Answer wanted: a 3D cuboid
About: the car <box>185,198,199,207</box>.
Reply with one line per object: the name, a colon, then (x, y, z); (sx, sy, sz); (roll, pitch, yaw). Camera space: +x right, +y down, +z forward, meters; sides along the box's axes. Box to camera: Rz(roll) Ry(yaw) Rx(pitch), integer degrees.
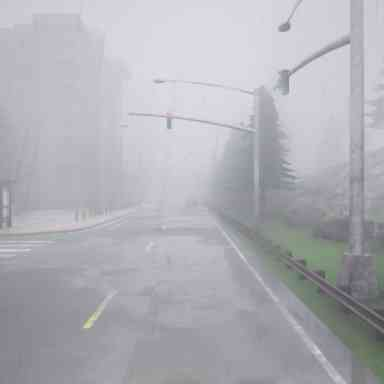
car: (-0.013, 1.564, 50.635); (1.994, 1.385, 4.181); (0, 0, 0)
